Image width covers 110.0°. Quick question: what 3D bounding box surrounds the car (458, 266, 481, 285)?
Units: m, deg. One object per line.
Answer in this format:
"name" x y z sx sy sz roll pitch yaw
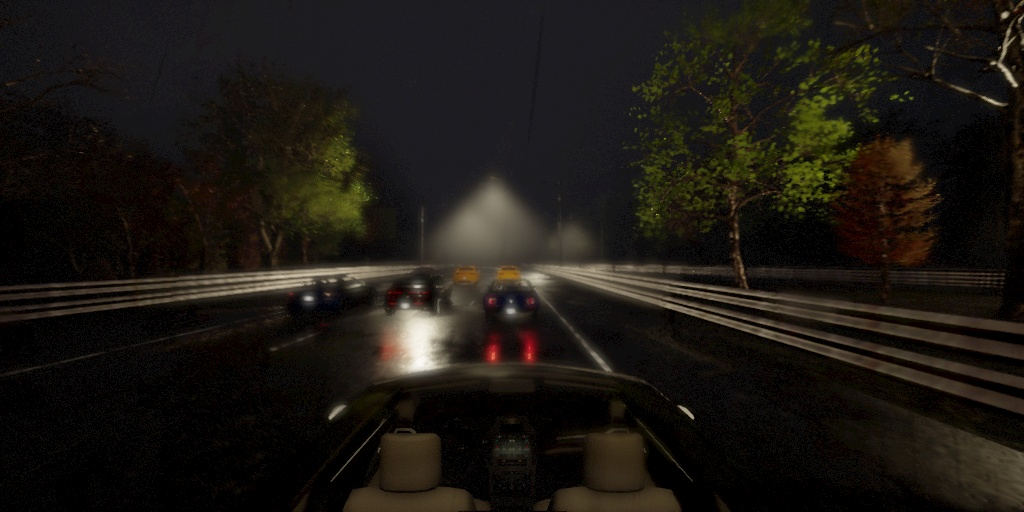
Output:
"car" -3.759 1.600 30.558 1.882 1.535 5.008 0 0 -1

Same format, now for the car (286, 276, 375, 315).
"car" -7.027 1.477 14.412 1.994 1.385 4.181 0 -1 0

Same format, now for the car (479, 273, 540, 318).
"car" -0.026 1.500 13.662 1.895 1.301 4.718 0 -1 0

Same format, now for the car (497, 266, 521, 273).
"car" -0.257 1.598 30.533 1.882 1.535 5.008 0 0 -1

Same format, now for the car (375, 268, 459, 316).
"car" -3.526 1.415 14.269 1.837 1.490 4.892 0 0 0
